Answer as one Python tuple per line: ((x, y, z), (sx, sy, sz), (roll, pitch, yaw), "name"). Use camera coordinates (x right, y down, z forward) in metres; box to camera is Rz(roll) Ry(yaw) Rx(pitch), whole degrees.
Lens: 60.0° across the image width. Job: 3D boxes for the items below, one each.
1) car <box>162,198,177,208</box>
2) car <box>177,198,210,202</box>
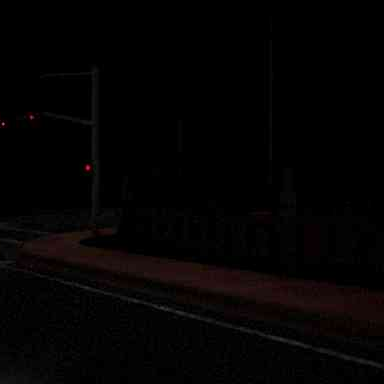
((-2.112, 1.518, 45.778), (1.882, 1.535, 5.008), (0, 0, 35), "car")
((0.739, 1.526, 43.748), (2.128, 1.511, 4.902), (0, 0, 35), "car")
